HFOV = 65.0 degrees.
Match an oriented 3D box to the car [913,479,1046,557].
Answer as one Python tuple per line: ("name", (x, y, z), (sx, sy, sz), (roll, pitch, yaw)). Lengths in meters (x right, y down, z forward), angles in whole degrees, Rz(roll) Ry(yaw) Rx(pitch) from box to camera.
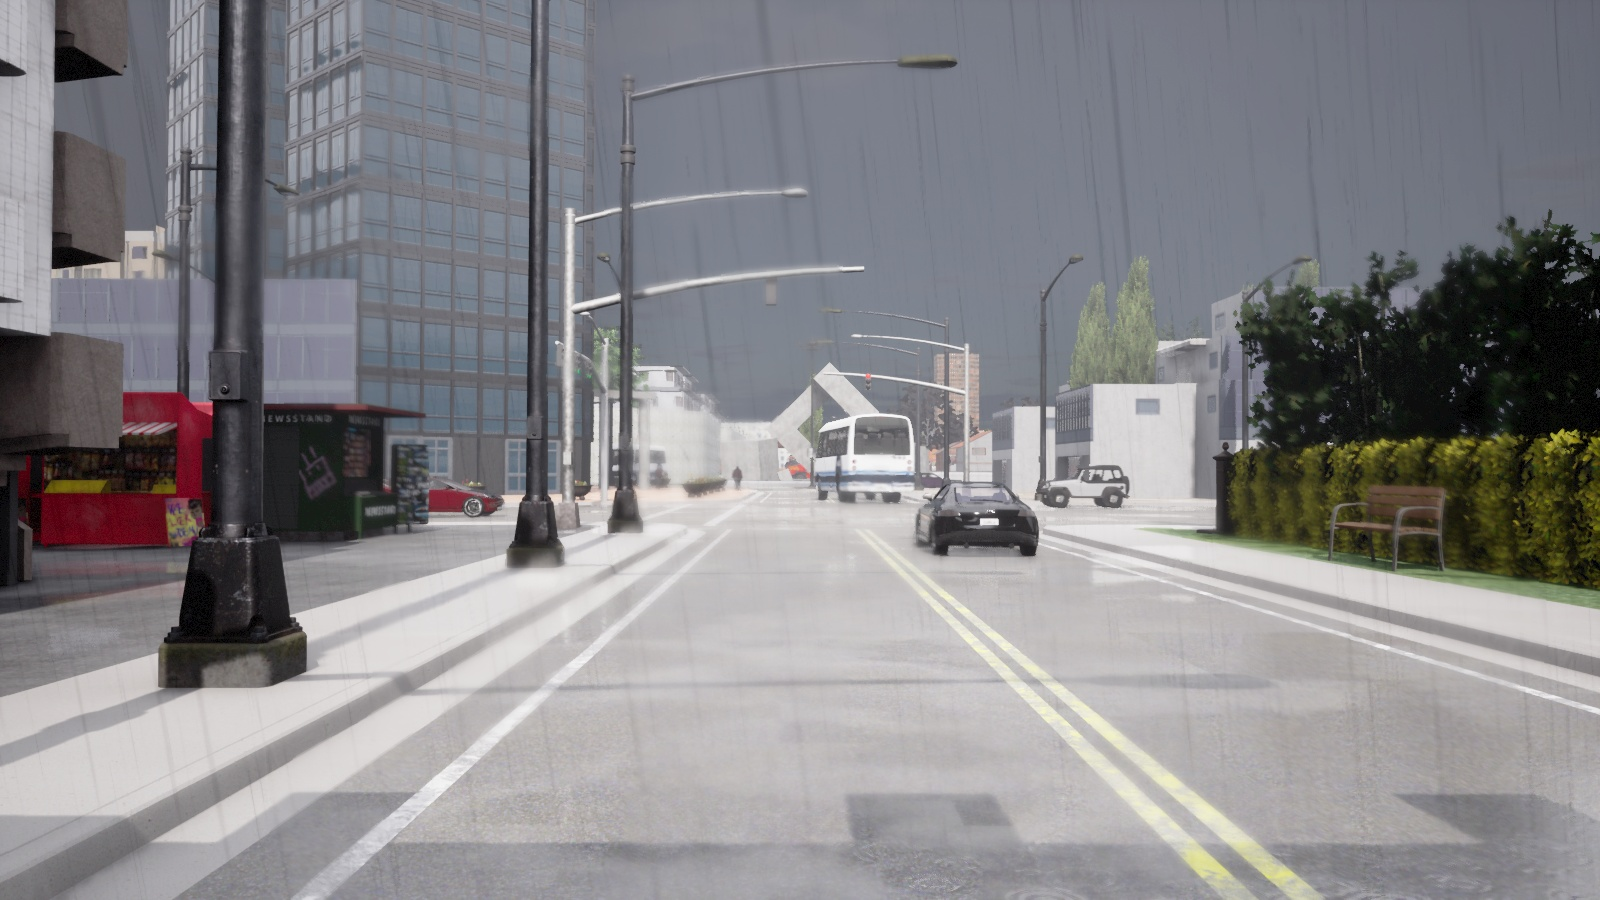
("car", (3.437, 1.280, 24.800), (1.994, 1.385, 4.181), (0, -1, 0))

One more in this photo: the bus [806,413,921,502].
("bus", (3.050, 0.511, 64.868), (3.944, 4.253, 10.273), (0, -2, -9))

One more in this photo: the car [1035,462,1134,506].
("car", (12.332, 1.476, 54.637), (3.866, 1.878, 1.905), (0, -1, -1))

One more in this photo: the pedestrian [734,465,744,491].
("pedestrian", (-4.323, 1.979, 88.504), (0.634, 1.844, 0.899), (0, -1, 2))

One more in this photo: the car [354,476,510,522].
("car", (-12.781, 1.706, 43.870), (4.792, 1.488, 2.163), (-1, -1, -1))
